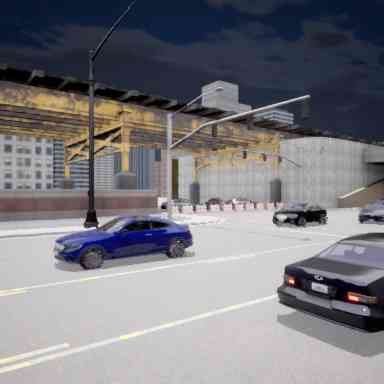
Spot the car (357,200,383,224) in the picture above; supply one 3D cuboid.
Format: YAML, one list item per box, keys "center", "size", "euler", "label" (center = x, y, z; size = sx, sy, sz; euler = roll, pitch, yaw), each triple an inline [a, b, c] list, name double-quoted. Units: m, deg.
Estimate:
- center: [13.651, 1.547, 24.667]
  size: [2.033, 1.411, 5.357]
  euler: [0, 0, 35]
  label: "car"

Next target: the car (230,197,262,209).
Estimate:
- center: [6.656, 1.295, 44.224]
  size: [4.536, 1.218, 1.853]
  euler: [0, 0, -7]
  label: "car"

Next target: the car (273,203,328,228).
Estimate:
- center: [7.371, 1.491, 22.421]
  size: [4.902, 1.511, 2.128]
  euler: [0, 0, -43]
  label: "car"

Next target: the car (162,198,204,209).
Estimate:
- center: [-1.001, 1.295, 37.795]
  size: [4.536, 1.218, 1.853]
  euler: [0, 0, 8]
  label: "car"

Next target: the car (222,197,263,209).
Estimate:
- center: [6.708, 1.453, 44.231]
  size: [4.974, 1.542, 2.038]
  euler: [0, 0, -7]
  label: "car"

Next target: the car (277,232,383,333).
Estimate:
- center: [4.050, 1.547, 6.664]
  size: [5.357, 1.411, 2.033]
  euler: [0, 0, -35]
  label: "car"

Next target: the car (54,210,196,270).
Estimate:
- center: [-2.088, 1.526, 11.118]
  size: [4.674, 1.442, 1.812]
  euler: [0, 0, -35]
  label: "car"

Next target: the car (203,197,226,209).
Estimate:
- center: [2.812, 1.295, 40.521]
  size: [1.853, 1.218, 4.536]
  euler: [0, 0, 18]
  label: "car"

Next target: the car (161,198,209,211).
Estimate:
- center: [-0.949, 1.453, 37.788]
  size: [4.974, 1.542, 2.038]
  euler: [0, 0, 8]
  label: "car"

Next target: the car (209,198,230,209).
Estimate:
- center: [2.796, 1.453, 40.472]
  size: [2.038, 1.542, 4.974]
  euler: [0, 0, 18]
  label: "car"
